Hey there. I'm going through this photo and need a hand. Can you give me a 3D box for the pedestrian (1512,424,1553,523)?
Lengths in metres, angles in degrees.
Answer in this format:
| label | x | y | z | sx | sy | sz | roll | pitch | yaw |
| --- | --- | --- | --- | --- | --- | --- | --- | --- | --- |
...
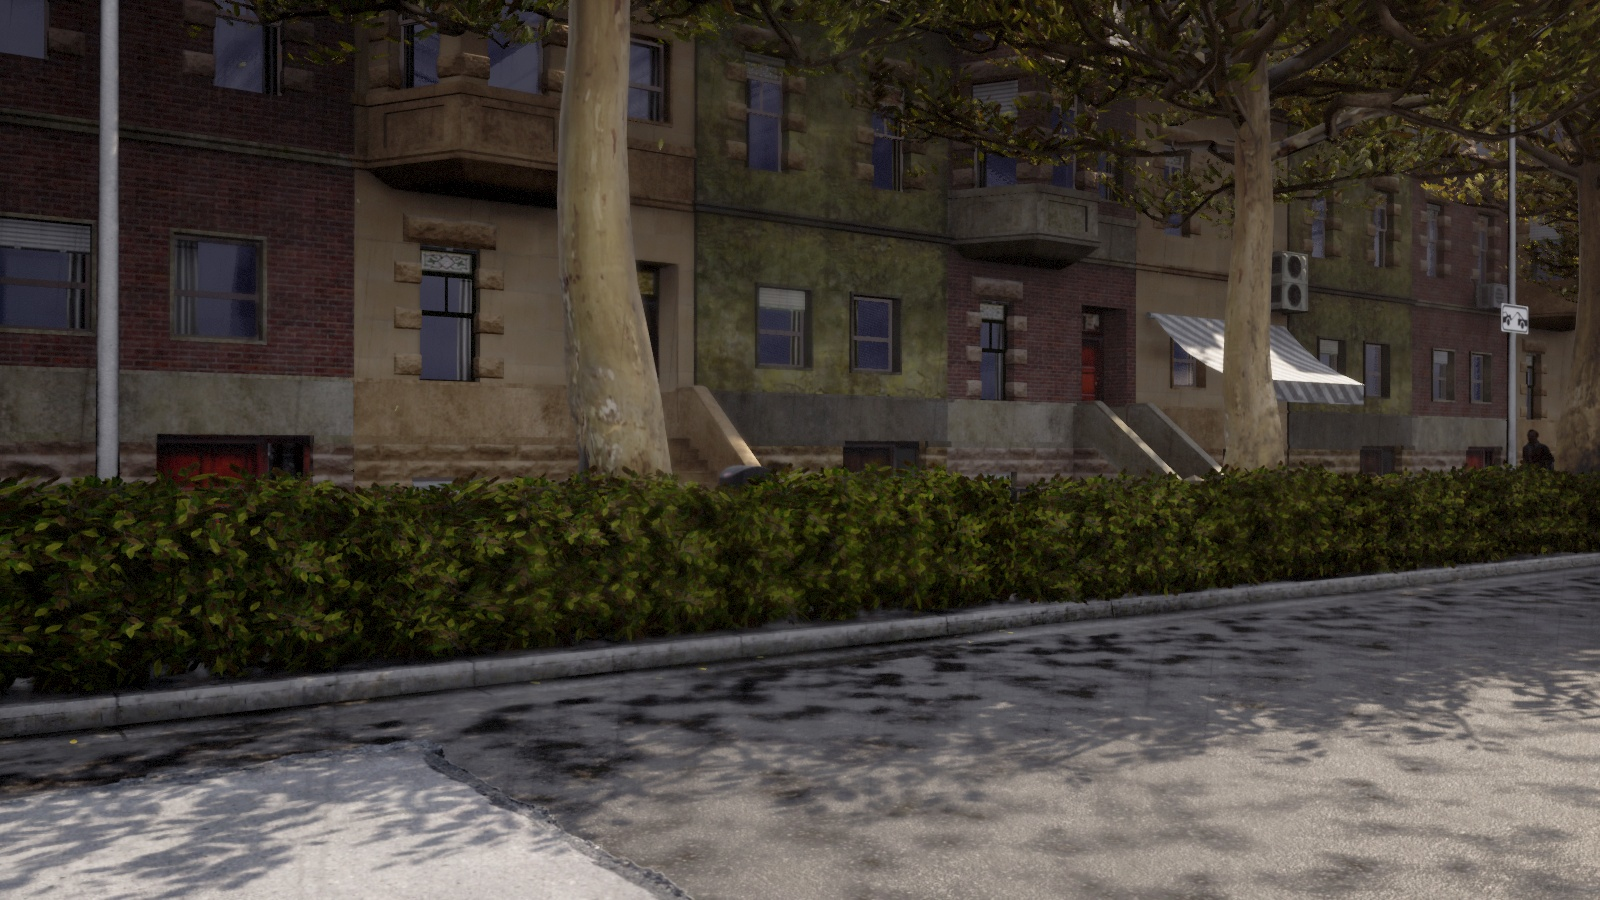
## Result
| label | x | y | z | sx | sy | sz | roll | pitch | yaw |
| --- | --- | --- | --- | --- | --- | --- | --- | --- | --- |
| pedestrian | 13.930 | 0.434 | 23.882 | 0.720 | 1.854 | 0.376 | 0 | 0 | -32 |
